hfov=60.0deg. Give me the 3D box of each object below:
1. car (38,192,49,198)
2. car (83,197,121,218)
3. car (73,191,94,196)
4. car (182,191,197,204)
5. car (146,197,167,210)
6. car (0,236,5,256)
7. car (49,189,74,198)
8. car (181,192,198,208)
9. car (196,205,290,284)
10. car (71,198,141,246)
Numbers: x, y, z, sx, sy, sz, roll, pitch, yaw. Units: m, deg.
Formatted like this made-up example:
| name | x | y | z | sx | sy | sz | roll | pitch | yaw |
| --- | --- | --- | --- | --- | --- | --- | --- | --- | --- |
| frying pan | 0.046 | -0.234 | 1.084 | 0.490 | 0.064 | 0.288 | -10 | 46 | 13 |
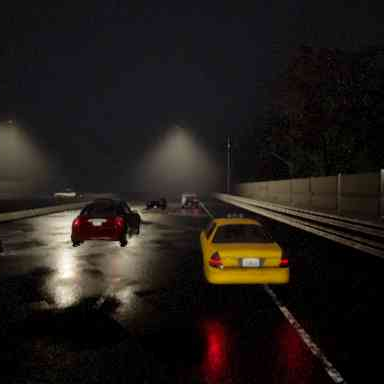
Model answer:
| name | x | y | z | sx | sy | sz | roll | pitch | yaw |
| --- | --- | --- | --- | --- | --- | --- | --- | --- | --- |
| car | -25.047 | 0.805 | 57.988 | 1.882 | 1.535 | 5.008 | 0 | 1 | 0 |
| car | -7.135 | 1.204 | 26.921 | 1.812 | 1.442 | 4.674 | 0 | 1 | -1 |
| car | -18.063 | 0.829 | 57.028 | 2.128 | 1.511 | 4.902 | 0 | 1 | 0 |
| car | -0.430 | 0.775 | 49.116 | 2.097 | 1.767 | 4.553 | 0 | 1 | 0 |
| car | -3.711 | 1.176 | 35.736 | 1.895 | 1.301 | 4.718 | 0 | 1 | -1 |
| car | -6.975 | 1.454 | 8.945 | 1.994 | 1.385 | 4.181 | 0 | 1 | -1 |
| car | -21.541 | 0.564 | 56.283 | 2.150 | 2.045 | 5.566 | 0 | 1 | 0 |
| car | -0.254 | 1.063 | 39.028 | 1.812 | 1.442 | 4.674 | 0 | 1 | 0 |
| car | 1.145 | 1.344 | 9.154 | 1.801 | 1.575 | 5.366 | 0 | 1 | -1 |
| car | -3.528 | 1.177 | 14.453 | 2.097 | 1.767 | 4.553 | 0 | 1 | -1 |
